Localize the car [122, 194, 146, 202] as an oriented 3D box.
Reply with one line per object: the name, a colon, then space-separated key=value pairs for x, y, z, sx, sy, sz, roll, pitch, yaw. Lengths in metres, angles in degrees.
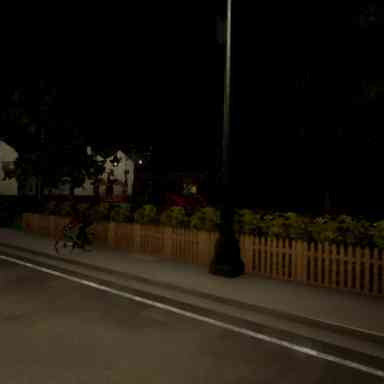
car: x=-11.682 y=1.402 z=67.941 sx=2.150 sy=2.045 sz=5.566 roll=1 pitch=0 yaw=38

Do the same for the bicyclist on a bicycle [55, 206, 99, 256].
bicyclist on a bicycle: x=-3.856 y=1.307 z=11.289 sx=0.582 sy=1.620 sz=1.656 roll=1 pitch=-1 yaw=39
